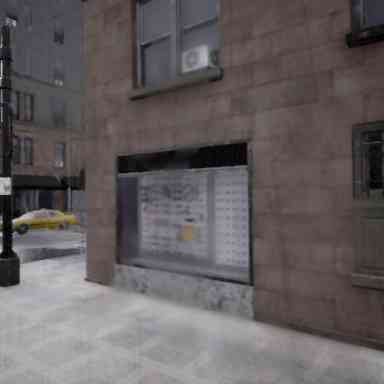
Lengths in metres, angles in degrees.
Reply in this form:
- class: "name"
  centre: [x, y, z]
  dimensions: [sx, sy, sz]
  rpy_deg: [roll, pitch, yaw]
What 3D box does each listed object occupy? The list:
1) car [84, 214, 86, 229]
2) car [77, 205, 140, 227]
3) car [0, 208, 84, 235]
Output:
- class: "car"
  centre: [-5.096, 1.641, 22.301]
  dimensions: [1.882, 1.535, 5.008]
  rpy_deg: [-1, -1, 36]
- class: "car"
  centre: [-6.195, 1.748, 25.129]
  dimensions: [2.008, 1.369, 4.403]
  rpy_deg: [-1, -1, 36]
- class: "car"
  centre: [-9.443, 1.718, 20.588]
  dimensions: [1.752, 1.417, 4.829]
  rpy_deg: [-1, -1, 36]
